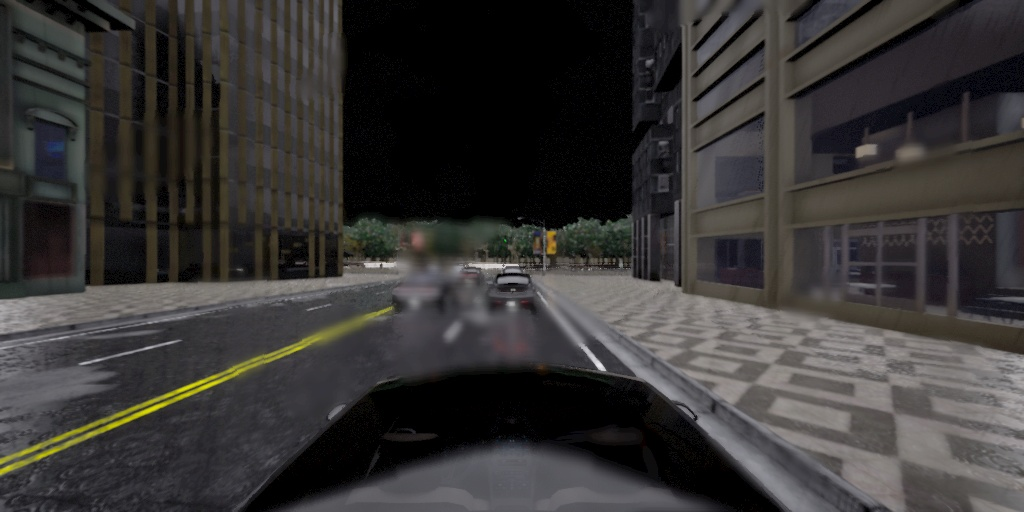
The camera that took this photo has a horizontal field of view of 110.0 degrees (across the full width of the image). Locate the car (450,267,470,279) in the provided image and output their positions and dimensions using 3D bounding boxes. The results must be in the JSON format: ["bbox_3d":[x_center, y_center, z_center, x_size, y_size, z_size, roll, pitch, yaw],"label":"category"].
[{"bbox_3d":[-6.528,2.065,45.453,1.812,1.442,4.674,0,-1,0],"label":"car"}]

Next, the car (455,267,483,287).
[{"bbox_3d":[-3.189,1.696,29.360,1.837,1.490,4.892,0,-1,1],"label":"car"}]

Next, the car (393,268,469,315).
[{"bbox_3d":[-3.196,1.388,14.292,2.128,1.511,4.902,0,-1,1],"label":"car"}]

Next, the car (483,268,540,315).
[{"bbox_3d":[0.054,1.402,14.332,1.837,1.490,4.892,0,-1,1],"label":"car"}]
